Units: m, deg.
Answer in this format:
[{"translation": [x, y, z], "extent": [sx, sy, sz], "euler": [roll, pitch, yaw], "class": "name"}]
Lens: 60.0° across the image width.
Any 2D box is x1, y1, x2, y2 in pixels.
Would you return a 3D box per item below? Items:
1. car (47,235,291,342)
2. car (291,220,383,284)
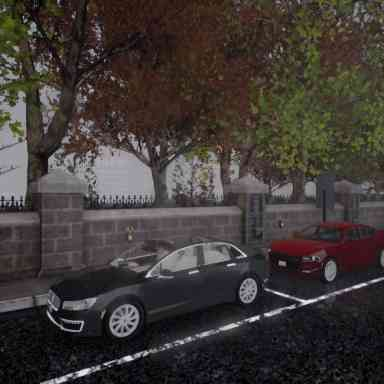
[{"translation": [-0.391, 1.551, 6.374], "extent": [4.403, 1.369, 2.008], "euler": [0, 0, -36], "class": "car"}, {"translation": [4.089, 1.546, 9.634], "extent": [4.507, 1.381, 1.887], "euler": [0, 0, -36], "class": "car"}]
